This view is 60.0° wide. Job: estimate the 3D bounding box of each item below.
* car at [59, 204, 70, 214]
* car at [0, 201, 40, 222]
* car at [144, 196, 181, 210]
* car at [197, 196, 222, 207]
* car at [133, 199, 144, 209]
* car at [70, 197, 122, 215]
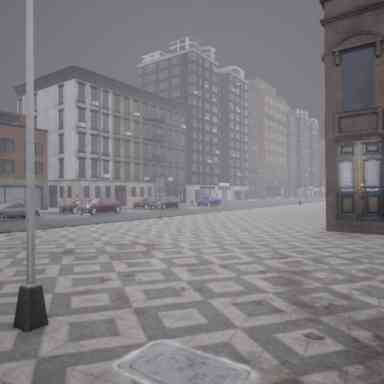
[{"bbox_3d":[-11.666,1.467,35.521,1.882,1.535,5.008,-1,0,35],"label":"car"},{"bbox_3d":[-14.279,1.546,26.233,1.994,1.385,4.181,-1,0,35],"label":"car"},{"bbox_3d":[-3.369,1.295,41.579,2.097,1.767,4.553,-1,0,35],"label":"car"},{"bbox_3d":[2.638,1.399,49.963,1.882,1.535,5.008,-1,0,36],"label":"car"},{"bbox_3d":[-5.605,1.445,44.039,1.882,1.535,5.008,-1,0,36],"label":"car"},{"bbox_3d":[-9.287,1.316,33.263,2.097,1.767,4.553,-1,0,35],"label":"car"}]
